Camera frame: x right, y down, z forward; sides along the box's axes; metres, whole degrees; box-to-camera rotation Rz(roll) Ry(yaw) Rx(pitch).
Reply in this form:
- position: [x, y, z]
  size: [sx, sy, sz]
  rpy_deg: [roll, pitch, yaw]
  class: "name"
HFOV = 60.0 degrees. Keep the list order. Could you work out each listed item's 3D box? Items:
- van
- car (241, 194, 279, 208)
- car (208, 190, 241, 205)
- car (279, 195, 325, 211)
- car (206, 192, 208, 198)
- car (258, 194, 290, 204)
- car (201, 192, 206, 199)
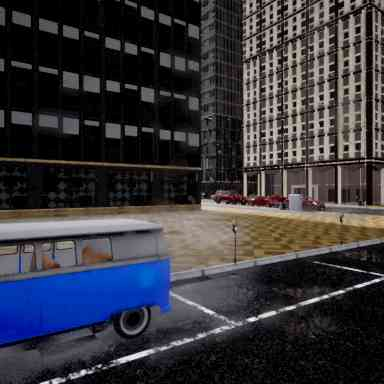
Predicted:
- position: [-2.243, 1.341, 4.960]
  size: [3.998, 1.788, 1.690]
  rpy_deg: [0, 0, -35]
  class: "van"
- position: [8.125, 1.107, 38.159]
  size: [1.802, 1.307, 4.206]
  rpy_deg: [1, 0, -36]
  class: "car"
- position: [4.887, 0.733, 42.690]
  size: [2.192, 1.841, 5.009]
  rpy_deg: [1, 0, -36]
  class: "car"
- position: [11.374, 1.072, 33.627]
  size: [1.967, 1.590, 4.097]
  rpy_deg: [1, 0, -36]
  class: "car"
- position: [5.066, 0.712, 56.827]
  size: [1.752, 1.417, 4.829]
  rpy_deg: [1, 0, -36]
  class: "car"
- position: [11.657, 0.987, 47.620]
  size: [1.802, 1.307, 4.206]
  rpy_deg: [1, 0, -36]
  class: "car"
- position: [1.917, 0.649, 61.222]
  size: [1.947, 1.339, 4.313]
  rpy_deg: [1, 0, -36]
  class: "car"
